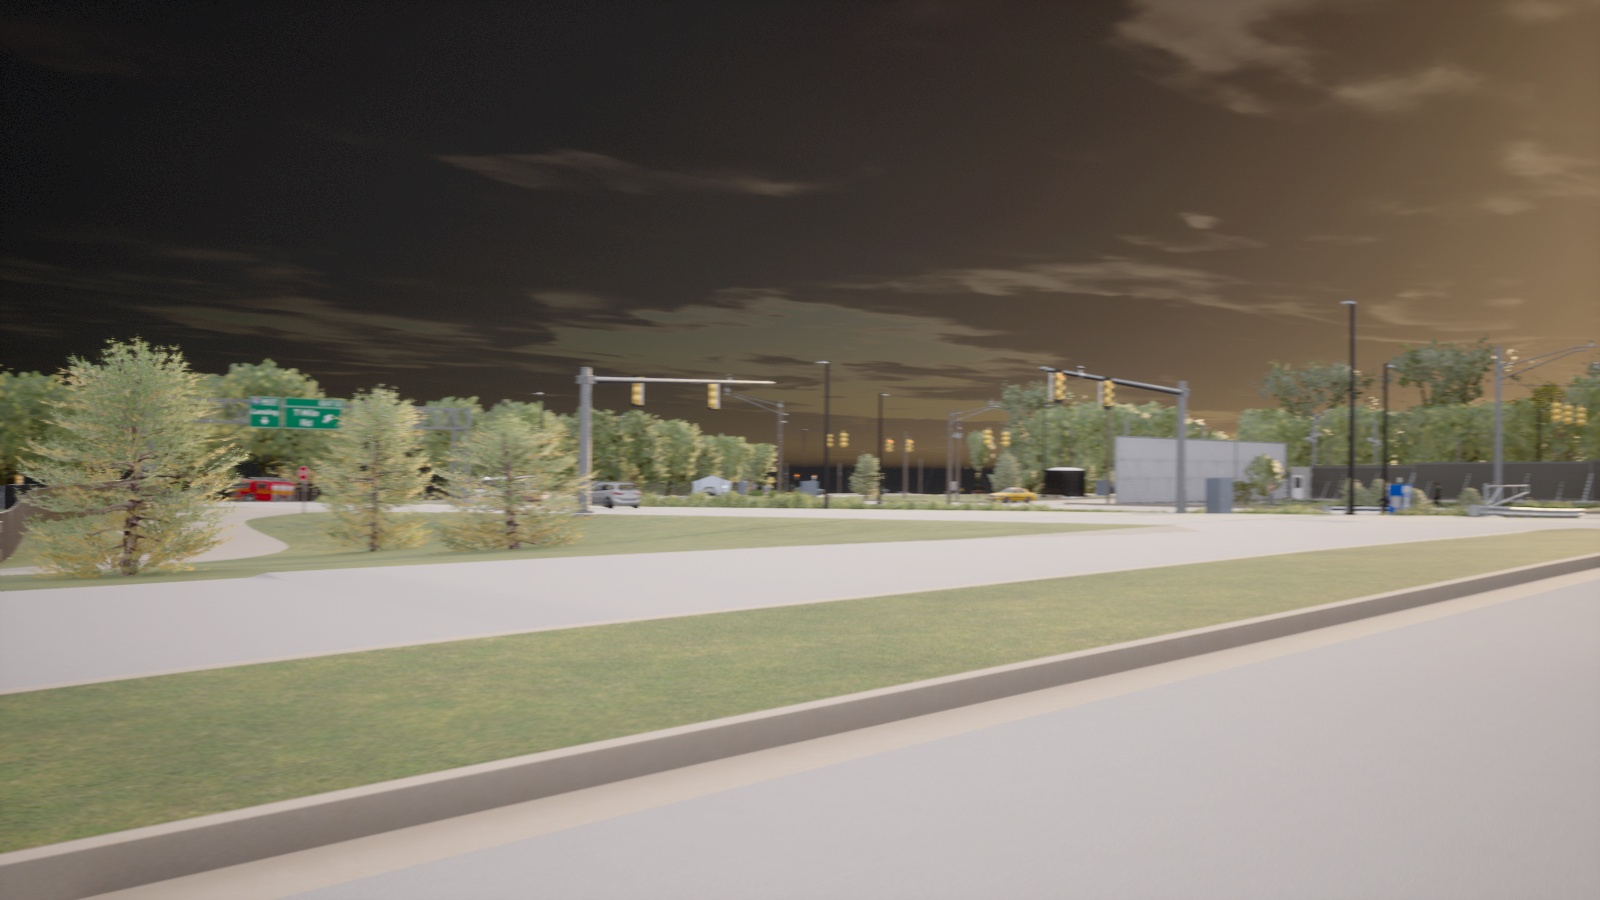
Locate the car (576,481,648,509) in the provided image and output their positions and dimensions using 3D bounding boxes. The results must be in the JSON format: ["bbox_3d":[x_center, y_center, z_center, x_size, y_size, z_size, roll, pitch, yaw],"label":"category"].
[{"bbox_3d":[-11.826,2.829,78.877,2.242,1.667,4.611,1,-2,-43],"label":"car"}]
